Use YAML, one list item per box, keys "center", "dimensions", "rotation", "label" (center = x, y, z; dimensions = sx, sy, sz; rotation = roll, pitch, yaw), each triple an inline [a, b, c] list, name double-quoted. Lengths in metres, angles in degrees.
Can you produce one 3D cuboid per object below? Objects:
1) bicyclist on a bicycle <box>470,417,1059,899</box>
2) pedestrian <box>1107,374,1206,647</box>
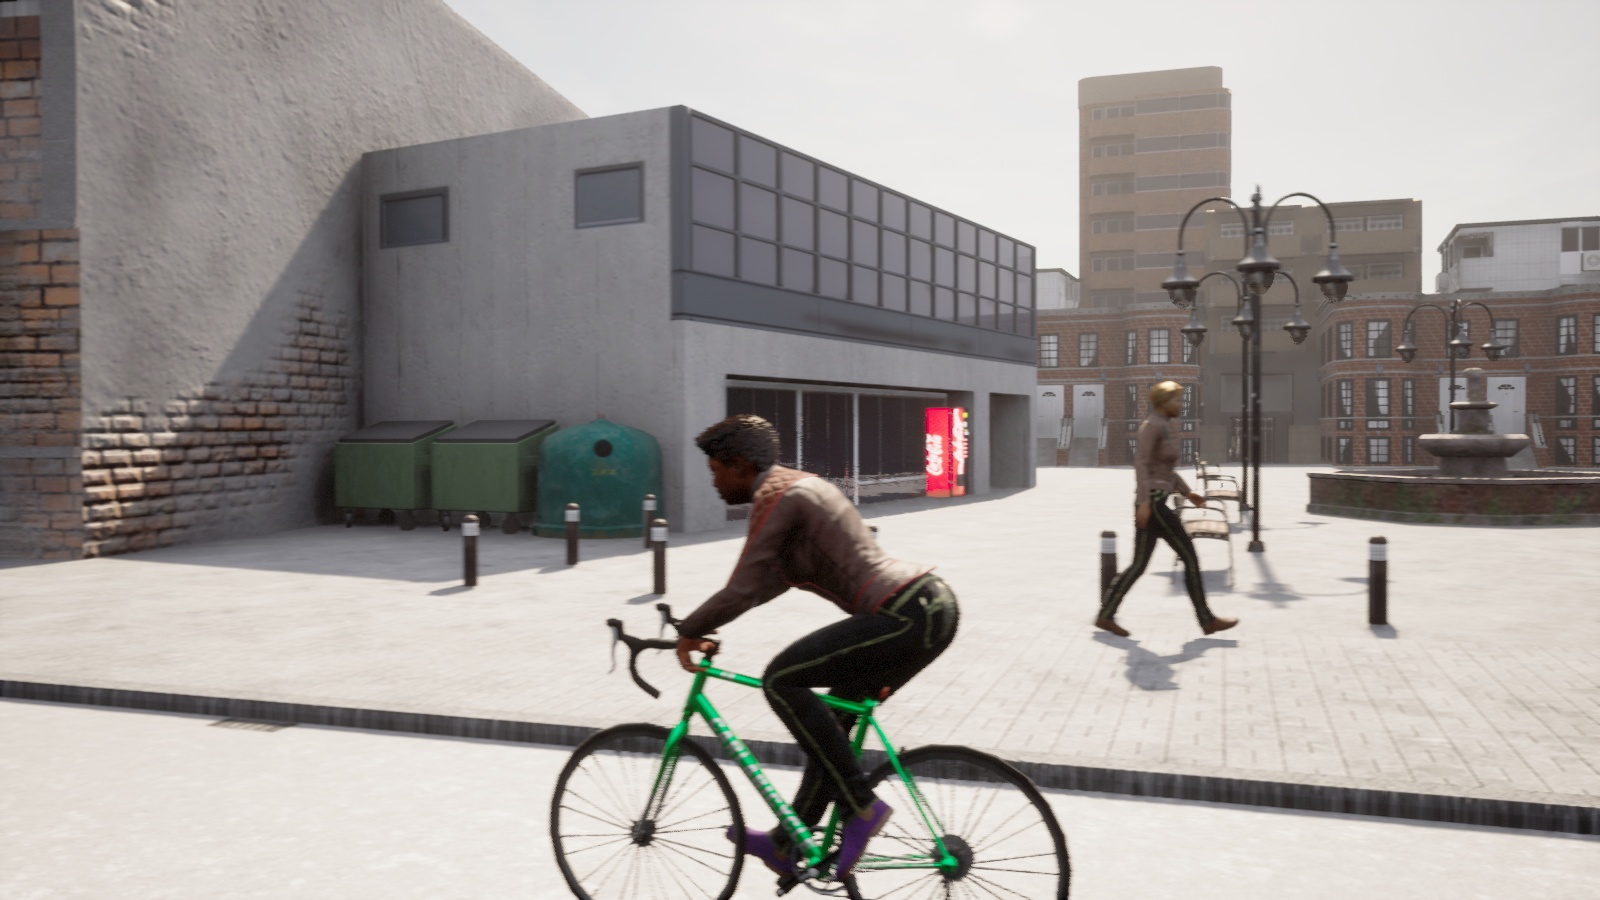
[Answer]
- center: [-0.102, 0.719, 3.754]
  dimensions: [1.656, 1.620, 0.582]
  rotation: [0, 1, 19]
  label: "bicyclist on a bicycle"
- center: [2.488, 0.405, 8.758]
  dimensions: [0.634, 1.846, 0.331]
  rotation: [1, 1, 19]
  label: "pedestrian"
